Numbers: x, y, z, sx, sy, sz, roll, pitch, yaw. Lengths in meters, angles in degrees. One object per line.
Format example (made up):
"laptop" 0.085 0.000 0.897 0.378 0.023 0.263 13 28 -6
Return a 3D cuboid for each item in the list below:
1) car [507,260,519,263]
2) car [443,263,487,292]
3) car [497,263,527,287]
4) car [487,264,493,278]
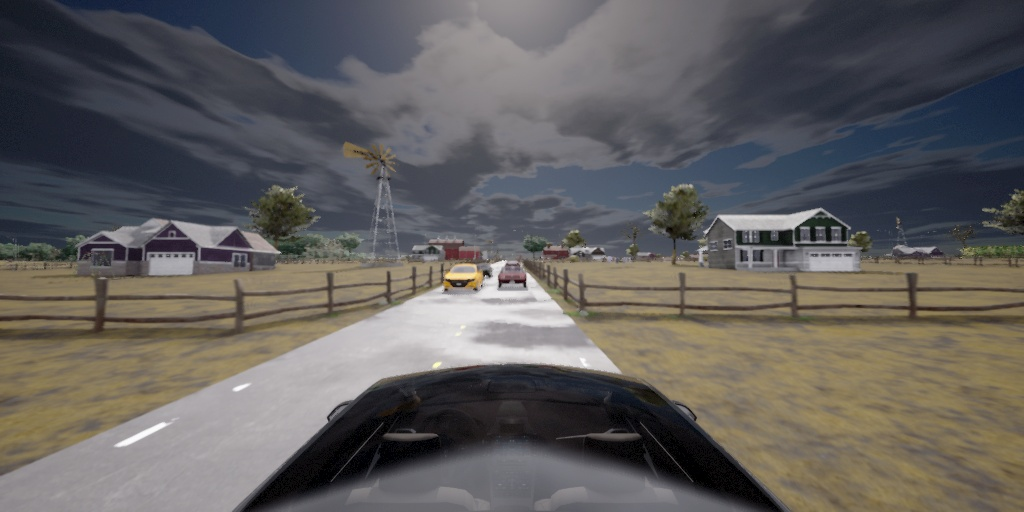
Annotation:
"car" 0.091 1.226 44.499 1.882 1.535 5.008 0 0 0
"car" -2.788 1.228 21.418 1.882 1.535 5.008 0 0 0
"car" 0.040 1.351 24.356 1.895 1.301 4.718 0 0 0
"car" -2.773 1.351 33.274 1.895 1.301 4.718 0 0 0
